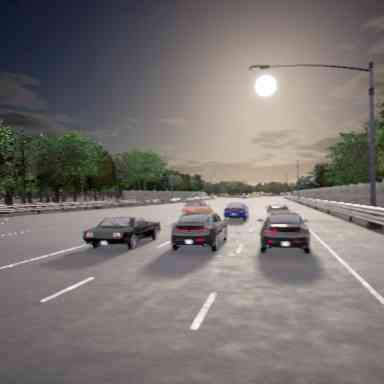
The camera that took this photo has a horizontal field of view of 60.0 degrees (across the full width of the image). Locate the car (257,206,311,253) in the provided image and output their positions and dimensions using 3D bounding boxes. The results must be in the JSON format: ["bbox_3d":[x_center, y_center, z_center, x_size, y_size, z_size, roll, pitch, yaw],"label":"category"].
[{"bbox_3d":[3.850,1.565,14.041,1.837,1.490,4.892,-1,0,14],"label":"car"}]

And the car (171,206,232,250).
[{"bbox_3d":[0.448,1.615,14.862,1.837,1.490,4.892,-1,0,14],"label":"car"}]

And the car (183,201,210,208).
[{"bbox_3d":[0.491,1.577,30.044,2.097,1.767,4.553,-1,-1,14],"label":"car"}]

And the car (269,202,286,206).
[{"bbox_3d":[7.351,1.622,28.624,2.128,1.511,4.902,-1,0,14],"label":"car"}]

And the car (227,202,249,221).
[{"bbox_3d":[3.992,1.657,29.615,1.882,1.535,5.008,-1,0,14],"label":"car"}]

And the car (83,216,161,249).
[{"bbox_3d":[-3.001,1.757,15.489,1.895,1.301,4.718,-1,0,14],"label":"car"}]
